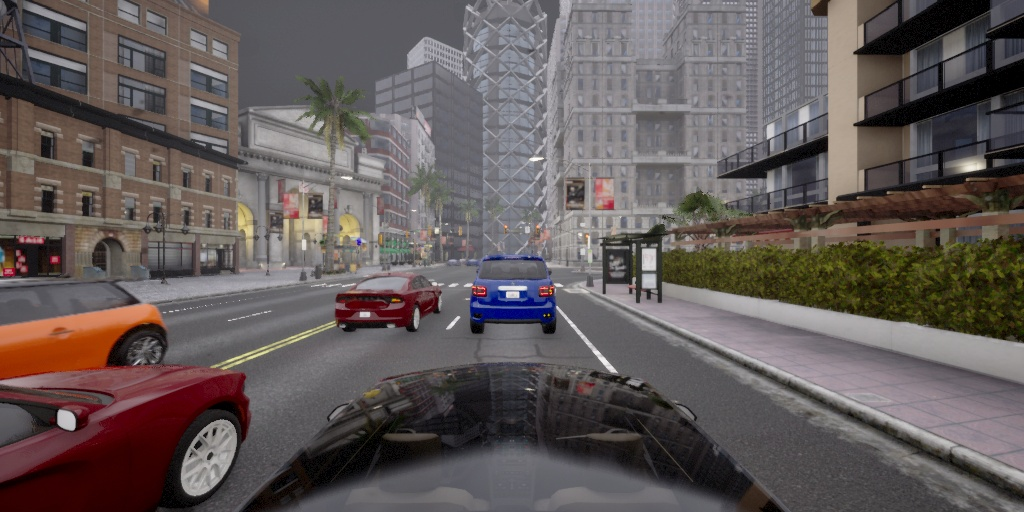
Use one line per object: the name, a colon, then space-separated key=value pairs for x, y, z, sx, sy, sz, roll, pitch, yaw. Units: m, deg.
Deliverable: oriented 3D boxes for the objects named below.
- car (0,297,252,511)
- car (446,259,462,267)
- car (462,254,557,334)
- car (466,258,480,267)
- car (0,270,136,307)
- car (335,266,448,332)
car: x=-3.390 y=1.228 z=1.335 sx=1.882 sy=1.535 sz=5.008 roll=0 pitch=0 yaw=0
car: x=-10.538 y=1.275 z=64.171 sx=1.812 sy=1.442 sz=4.674 roll=0 pitch=0 yaw=1
car: x=0.054 y=0.971 z=10.804 sx=2.150 sy=2.045 sz=5.566 roll=0 pitch=0 yaw=1
car: x=-7.031 y=1.227 z=64.666 sx=1.882 sy=1.535 sz=5.008 roll=0 pitch=0 yaw=0
car: x=-7.097 y=1.102 z=4.327 sx=2.097 sy=1.767 sz=4.553 roll=0 pitch=0 yaw=0
car: x=-3.441 y=1.228 z=10.914 sx=1.882 sy=1.535 sz=5.008 roll=0 pitch=0 yaw=0
